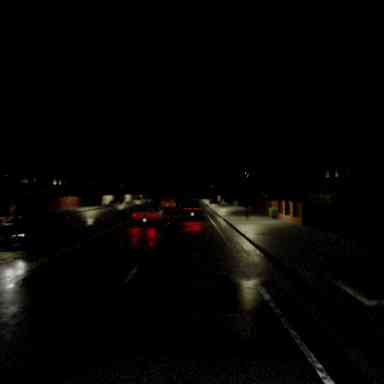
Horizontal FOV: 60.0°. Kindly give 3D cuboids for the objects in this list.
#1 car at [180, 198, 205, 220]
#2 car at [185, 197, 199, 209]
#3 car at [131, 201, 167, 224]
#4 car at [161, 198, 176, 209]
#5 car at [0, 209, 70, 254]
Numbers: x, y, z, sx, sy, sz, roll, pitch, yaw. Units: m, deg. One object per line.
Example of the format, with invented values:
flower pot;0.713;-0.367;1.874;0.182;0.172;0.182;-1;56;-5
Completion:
car;0.035;1.531;28.810;1.837;1.490;4.892;0;-1;0
car;-0.004;1.554;46.910;1.882;1.535;5.008;0;0;0
car;-3.207;1.619;24.752;1.895;1.301;4.718;0;0;0
car;-3.252;1.552;45.913;1.882;1.535;5.008;0;0;0
car;-6.600;1.494;13.566;2.128;1.511;4.902;0;0;0
